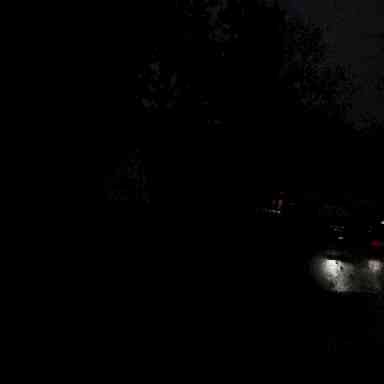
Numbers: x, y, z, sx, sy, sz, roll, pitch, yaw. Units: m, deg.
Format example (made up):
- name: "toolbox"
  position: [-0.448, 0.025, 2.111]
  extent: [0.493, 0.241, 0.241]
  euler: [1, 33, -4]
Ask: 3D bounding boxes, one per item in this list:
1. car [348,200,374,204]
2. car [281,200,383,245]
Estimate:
- name: "car"
  position: [8.526, 1.159, 18.219]
  extent: [2.128, 1.511, 4.902]
  euler: [2, 2, -15]
- name: "car"
  position: [5.692, 1.202, 14.596]
  extent: [1.882, 1.535, 5.008]
  euler: [2, 2, -10]
